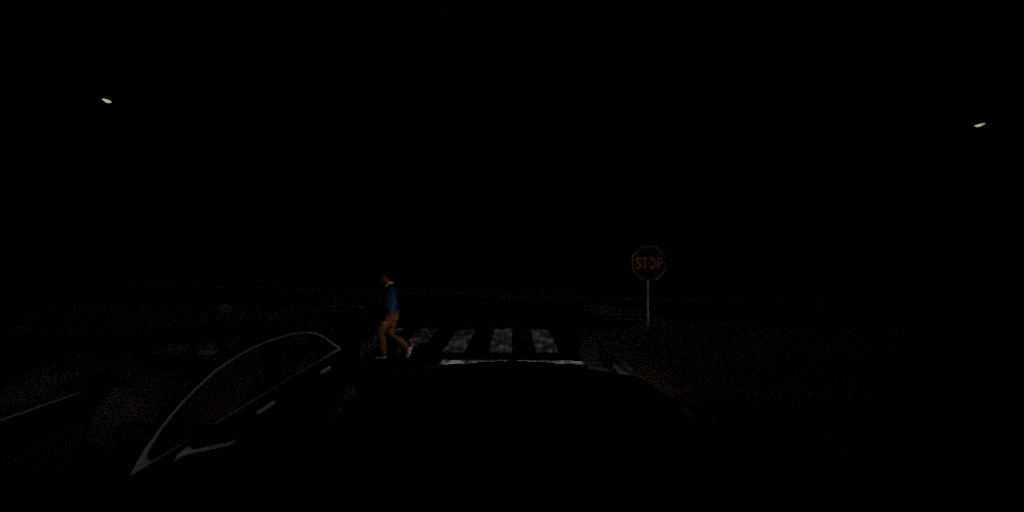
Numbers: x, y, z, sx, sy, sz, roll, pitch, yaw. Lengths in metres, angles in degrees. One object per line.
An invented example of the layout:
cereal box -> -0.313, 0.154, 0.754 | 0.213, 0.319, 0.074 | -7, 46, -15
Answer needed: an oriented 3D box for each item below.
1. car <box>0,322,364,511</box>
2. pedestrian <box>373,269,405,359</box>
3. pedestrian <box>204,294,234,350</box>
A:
car -> -2.637, 1.310, 2.733 | 2.007, 1.370, 4.403 | 0, 0, 0
pedestrian -> -2.416, 1.093, 7.083 | 0.375, 1.860, 0.375 | 1, -1, 0
pedestrian -> -5.195, 1.216, 6.481 | 0.375, 1.300, 0.375 | 1, -1, 0
